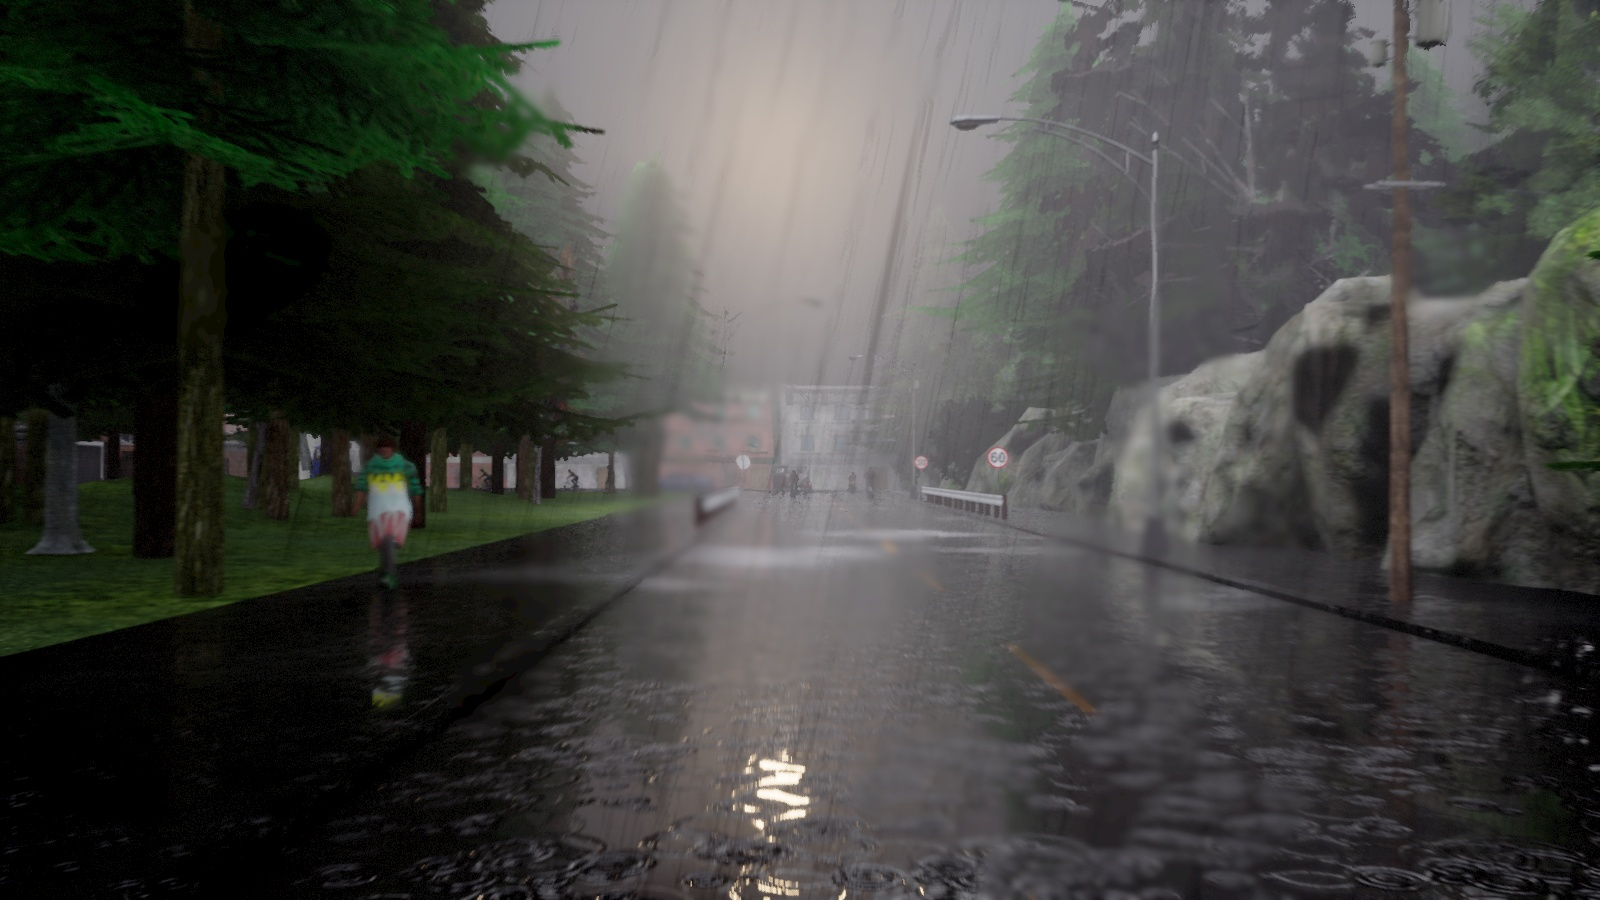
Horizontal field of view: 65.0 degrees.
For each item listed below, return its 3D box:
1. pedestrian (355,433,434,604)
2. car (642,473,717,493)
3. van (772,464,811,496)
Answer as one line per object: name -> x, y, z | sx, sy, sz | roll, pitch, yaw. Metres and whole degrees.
pedestrian -> -4.782, 0.791, 14.854 | 0.659, 1.952, 0.873 | 0, -1, -1
car -> -9.034, 2.468, 94.085 | 5.357, 1.411, 2.033 | 0, -1, 3
van -> -0.554, 1.933, 81.728 | 1.775, 1.987, 4.442 | 0, -1, -11
